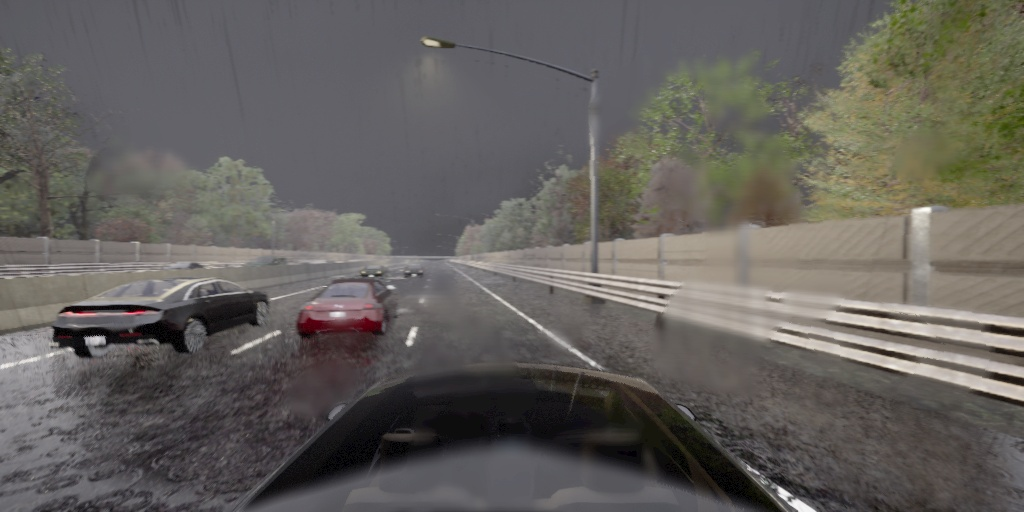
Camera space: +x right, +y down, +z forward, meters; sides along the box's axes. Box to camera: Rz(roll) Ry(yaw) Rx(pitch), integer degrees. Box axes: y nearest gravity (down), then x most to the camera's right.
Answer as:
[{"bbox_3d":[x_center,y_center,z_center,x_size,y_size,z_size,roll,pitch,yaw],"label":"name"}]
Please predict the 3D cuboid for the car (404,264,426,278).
[{"bbox_3d":[-9.580,1.481,35.681,1.895,1.301,4.718,0,0,-11],"label":"car"}]

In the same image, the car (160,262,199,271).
[{"bbox_3d":[-30.768,1.334,33.740,1.812,1.442,4.674,0,0,-11],"label":"car"}]

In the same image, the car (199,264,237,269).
[{"bbox_3d":[-27.409,1.424,34.746,1.895,1.301,4.718,0,0,-11],"label":"car"}]

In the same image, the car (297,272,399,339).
[{"bbox_3d":[-4.443,1.337,10.309,1.994,1.385,4.181,0,0,-11],"label":"car"}]

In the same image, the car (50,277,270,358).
[{"bbox_3d":[-7.659,1.247,8.555,2.128,1.511,4.902,0,0,-11],"label":"car"}]

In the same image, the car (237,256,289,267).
[{"bbox_3d":[-23.902,1.057,35.086,2.150,2.045,5.566,0,0,-11],"label":"car"}]

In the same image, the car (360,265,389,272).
[{"bbox_3d":[-12.691,1.460,33.411,1.895,1.301,4.718,0,0,-11],"label":"car"}]
